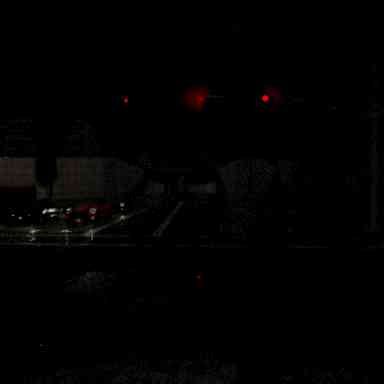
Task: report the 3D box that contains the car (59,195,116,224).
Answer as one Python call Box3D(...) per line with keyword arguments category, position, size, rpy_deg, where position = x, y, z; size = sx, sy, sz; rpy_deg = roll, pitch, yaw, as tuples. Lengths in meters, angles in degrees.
Box3D(category="car", position=(-7.034, 1.168, 22.918), size=(2.097, 1.767, 4.553), rpy_deg=(0, 0, 0))

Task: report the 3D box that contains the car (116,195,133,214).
Box3D(category="car", position=(-7.035, 1.092, 31.760), size=(2.097, 1.767, 4.553), rpy_deg=(0, 0, 0))

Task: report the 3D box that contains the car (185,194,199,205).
Box3D(category="car", position=(0.010, 1.094, 48.838), size=(1.837, 1.490, 4.892), rpy_deg=(0, 1, 0))

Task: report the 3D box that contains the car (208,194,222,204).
Box3D(category="car", position=(3.610, 1.051, 51.873), size=(2.128, 1.511, 4.902), rpy_deg=(0, 0, 0))

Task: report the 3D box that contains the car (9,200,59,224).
Box3D(category="car", position=(-10.529, 1.324, 22.829), size=(1.837, 1.490, 4.892), rpy_deg=(0, 0, 0))

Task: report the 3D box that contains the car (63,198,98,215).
Box3D(category="car", position=(-10.532, 1.307, 31.735), size=(1.994, 1.385, 4.181), rpy_deg=(0, 0, 0))
